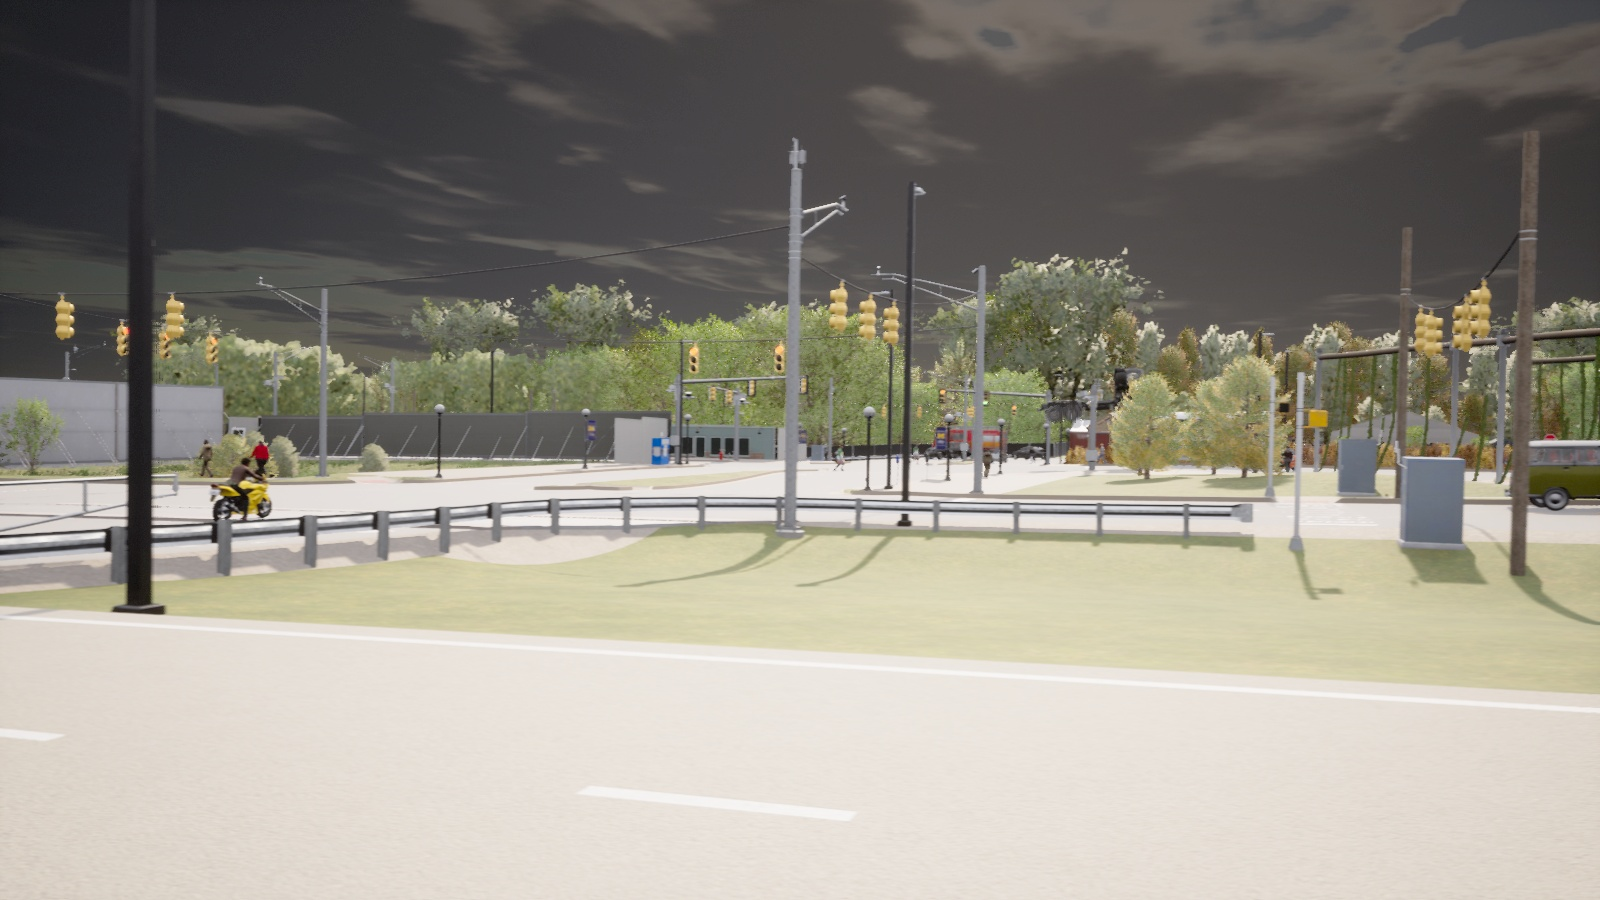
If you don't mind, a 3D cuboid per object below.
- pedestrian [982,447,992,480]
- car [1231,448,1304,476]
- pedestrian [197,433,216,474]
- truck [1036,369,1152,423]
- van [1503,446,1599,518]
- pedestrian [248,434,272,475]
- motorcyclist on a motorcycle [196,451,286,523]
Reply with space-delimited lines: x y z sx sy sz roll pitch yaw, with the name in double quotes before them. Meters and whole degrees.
"pedestrian" 11.099 0.824 74.545 0.396 1.930 0.692 2 1 19
"car" 33.628 0.852 90.446 2.097 1.767 4.553 0 2 -29
"pedestrian" -28.034 0.166 59.287 0.692 1.930 0.396 2 1 20
"truck" 21.431 -3.955 91.424 7.936 3.462 2.891 -2 3 16
"van" 22.844 0.887 35.970 4.442 1.987 1.775 0 1 18
"pedestrian" -24.929 0.204 57.981 0.899 1.844 0.634 2 2 36
"motorcyclist on a motorcycle" -13.182 0.843 29.671 0.797 1.523 2.044 1 3 16
